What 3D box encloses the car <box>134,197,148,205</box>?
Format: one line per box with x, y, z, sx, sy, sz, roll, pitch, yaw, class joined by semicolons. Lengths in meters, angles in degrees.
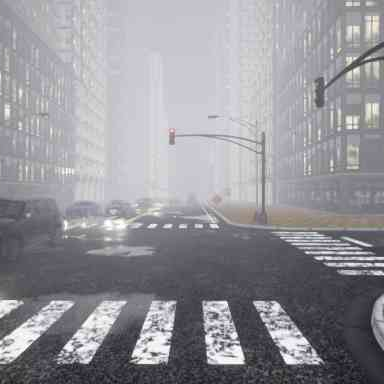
-9.769;1.683;64.135;1.994;1.385;4.181;0;0;0;car

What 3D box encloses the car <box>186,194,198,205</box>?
-0.016;1.606;60.194;1.837;1.490;4.892;0;0;0;car

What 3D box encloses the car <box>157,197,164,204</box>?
-6.518;1.687;64.360;1.812;1.442;4.674;0;0;0;car

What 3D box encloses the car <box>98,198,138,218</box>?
-6.608;1.517;30.398;2.128;1.511;4.902;0;0;0;car

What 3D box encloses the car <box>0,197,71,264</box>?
-6.604;1.226;12.131;2.150;2.045;5.566;0;0;0;car

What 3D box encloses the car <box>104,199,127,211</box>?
-9.860;1.615;43.267;1.994;1.385;4.181;0;0;0;car

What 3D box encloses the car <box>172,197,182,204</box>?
-3.202;1.703;70.366;1.994;1.385;4.181;0;0;0;car

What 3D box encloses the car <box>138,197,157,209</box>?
-6.607;1.540;47.710;1.882;1.535;5.008;0;0;0;car

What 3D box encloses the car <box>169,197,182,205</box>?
-3.168;1.591;60.038;2.128;1.511;4.902;0;0;0;car

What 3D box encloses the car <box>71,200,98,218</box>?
-9.862;1.503;30.407;1.882;1.535;5.008;0;0;0;car
